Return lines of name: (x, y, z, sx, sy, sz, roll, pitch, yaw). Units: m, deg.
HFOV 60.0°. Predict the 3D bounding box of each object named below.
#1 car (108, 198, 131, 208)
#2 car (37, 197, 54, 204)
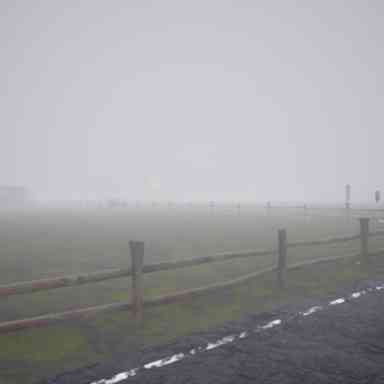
car: (-12.096, 1.729, 55.258, 2.097, 1.767, 4.553, 0, 0, -44)
car: (-36.879, 2.327, 84.611, 4.718, 1.301, 1.895, -1, 0, 45)
